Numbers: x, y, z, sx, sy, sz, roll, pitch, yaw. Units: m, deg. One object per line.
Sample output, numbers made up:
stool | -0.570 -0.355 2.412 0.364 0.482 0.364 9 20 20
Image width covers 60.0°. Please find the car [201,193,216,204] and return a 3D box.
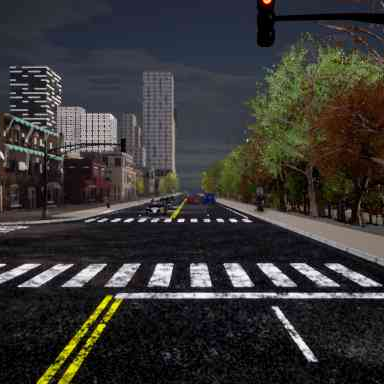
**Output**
car | 3.197 1.202 61.950 2.150 2.045 5.566 0 0 0

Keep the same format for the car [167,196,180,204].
car | -3.449 1.473 63.570 2.128 1.511 4.902 0 0 1

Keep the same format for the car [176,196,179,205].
car | -3.461 1.491 53.179 1.837 1.490 4.892 0 0 0

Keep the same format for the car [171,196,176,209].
car | -3.444 1.494 43.040 1.837 1.490 4.892 0 0 0

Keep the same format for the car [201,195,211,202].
car | 3.065 1.454 74.416 1.882 1.535 5.008 0 0 0

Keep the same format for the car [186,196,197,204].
car | -0.054 1.546 63.853 1.994 1.385 4.181 0 0 0

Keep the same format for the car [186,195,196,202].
car | -0.180 1.517 74.480 2.033 1.411 5.357 0 0 0

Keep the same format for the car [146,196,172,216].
car | -3.425 1.484 32.990 2.128 1.511 4.902 0 0 0
